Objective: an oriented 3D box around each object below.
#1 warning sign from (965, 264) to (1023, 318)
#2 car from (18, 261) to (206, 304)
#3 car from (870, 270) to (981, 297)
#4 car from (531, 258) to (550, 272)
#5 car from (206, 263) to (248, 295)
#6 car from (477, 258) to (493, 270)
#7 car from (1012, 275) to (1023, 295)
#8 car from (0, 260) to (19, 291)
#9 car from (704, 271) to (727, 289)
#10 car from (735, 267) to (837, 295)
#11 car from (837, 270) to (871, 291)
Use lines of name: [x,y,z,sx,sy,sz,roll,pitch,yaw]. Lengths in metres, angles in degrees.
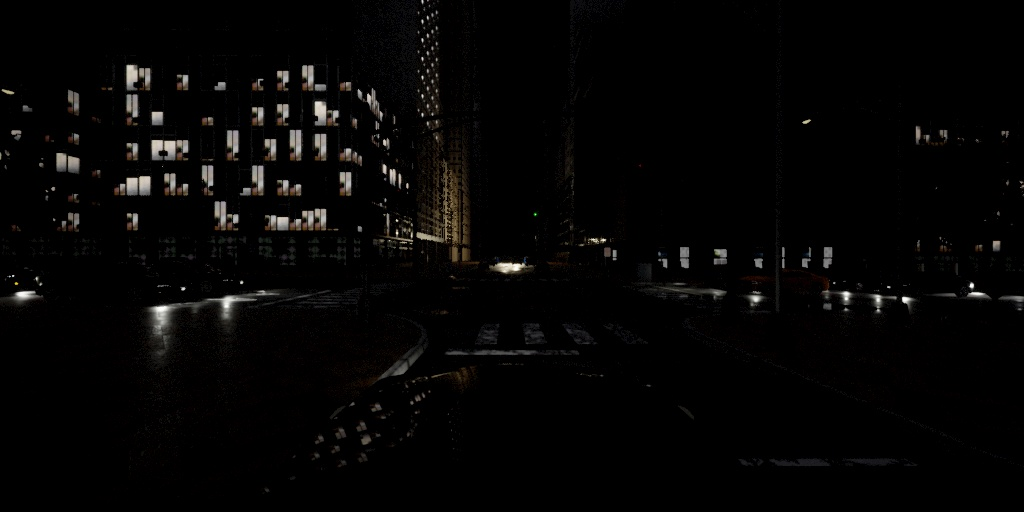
warning sign: [17.264,1.206,12.811,1.060,1.860,1.300,0,0,-3]
car: [-15.371,1.000,14.018,4.892,1.490,1.837,1,0,-3]
car: [26.133,1.753,22.692,4.892,1.490,1.837,1,0,-3]
car: [3.882,1.337,46.600,1.948,1.339,4.313,0,0,0]
car: [-15.521,0.997,17.264,4.892,1.490,1.837,1,0,-3]
car: [-4.076,1.351,52.085,1.802,1.307,4.207,0,0,0]
car: [35.920,2.025,23.148,4.718,1.301,1.895,1,0,-3]
car: [-24.426,0.893,16.846,4.181,1.385,1.994,1,0,-3]
car: [16.325,1.550,25.480,5.008,1.535,1.882,1,0,-3]
car: [16.734,1.558,22.246,5.008,1.535,1.882,1,0,-3]
car: [25.623,1.744,25.920,4.892,1.490,1.837,1,0,-3]
